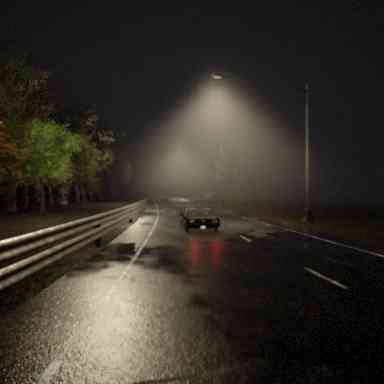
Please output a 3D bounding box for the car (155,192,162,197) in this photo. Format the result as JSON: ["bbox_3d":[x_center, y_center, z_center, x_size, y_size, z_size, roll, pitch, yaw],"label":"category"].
[{"bbox_3d":[-8.399,1.272,88.669,1.882,1.535,5.008,0,0,-7],"label":"car"}]

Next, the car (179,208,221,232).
[{"bbox_3d":[0.315,1.576,19.729,1.895,1.301,4.718,0,0,-7],"label":"car"}]

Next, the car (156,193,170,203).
[{"bbox_3d":[-5.234,1.416,63.641,2.033,1.411,5.357,0,0,-7],"label":"car"}]
